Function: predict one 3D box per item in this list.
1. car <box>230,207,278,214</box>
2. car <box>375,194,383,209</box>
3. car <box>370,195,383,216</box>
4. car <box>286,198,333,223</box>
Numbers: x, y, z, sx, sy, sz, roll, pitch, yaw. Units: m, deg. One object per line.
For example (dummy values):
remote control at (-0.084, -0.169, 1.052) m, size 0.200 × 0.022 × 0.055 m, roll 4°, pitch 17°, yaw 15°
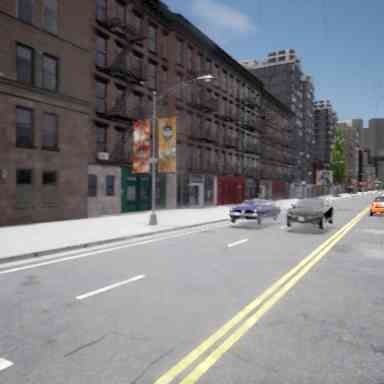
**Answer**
car at (3.938, 1.123, 20.371) m, size 1.895 × 1.301 × 4.718 m, roll 1°, pitch 1°, yaw 31°
car at (24.421, 1.141, 42.060) m, size 2.097 × 1.767 × 4.553 m, roll 1°, pitch 1°, yaw 31°
car at (17.175, 1.205, 29.797) m, size 2.097 × 1.767 × 4.553 m, roll 1°, pitch 1°, yaw 30°
car at (6.752, 1.057, 18.742) m, size 1.882 × 1.535 × 5.008 m, roll 1°, pitch 1°, yaw 31°
